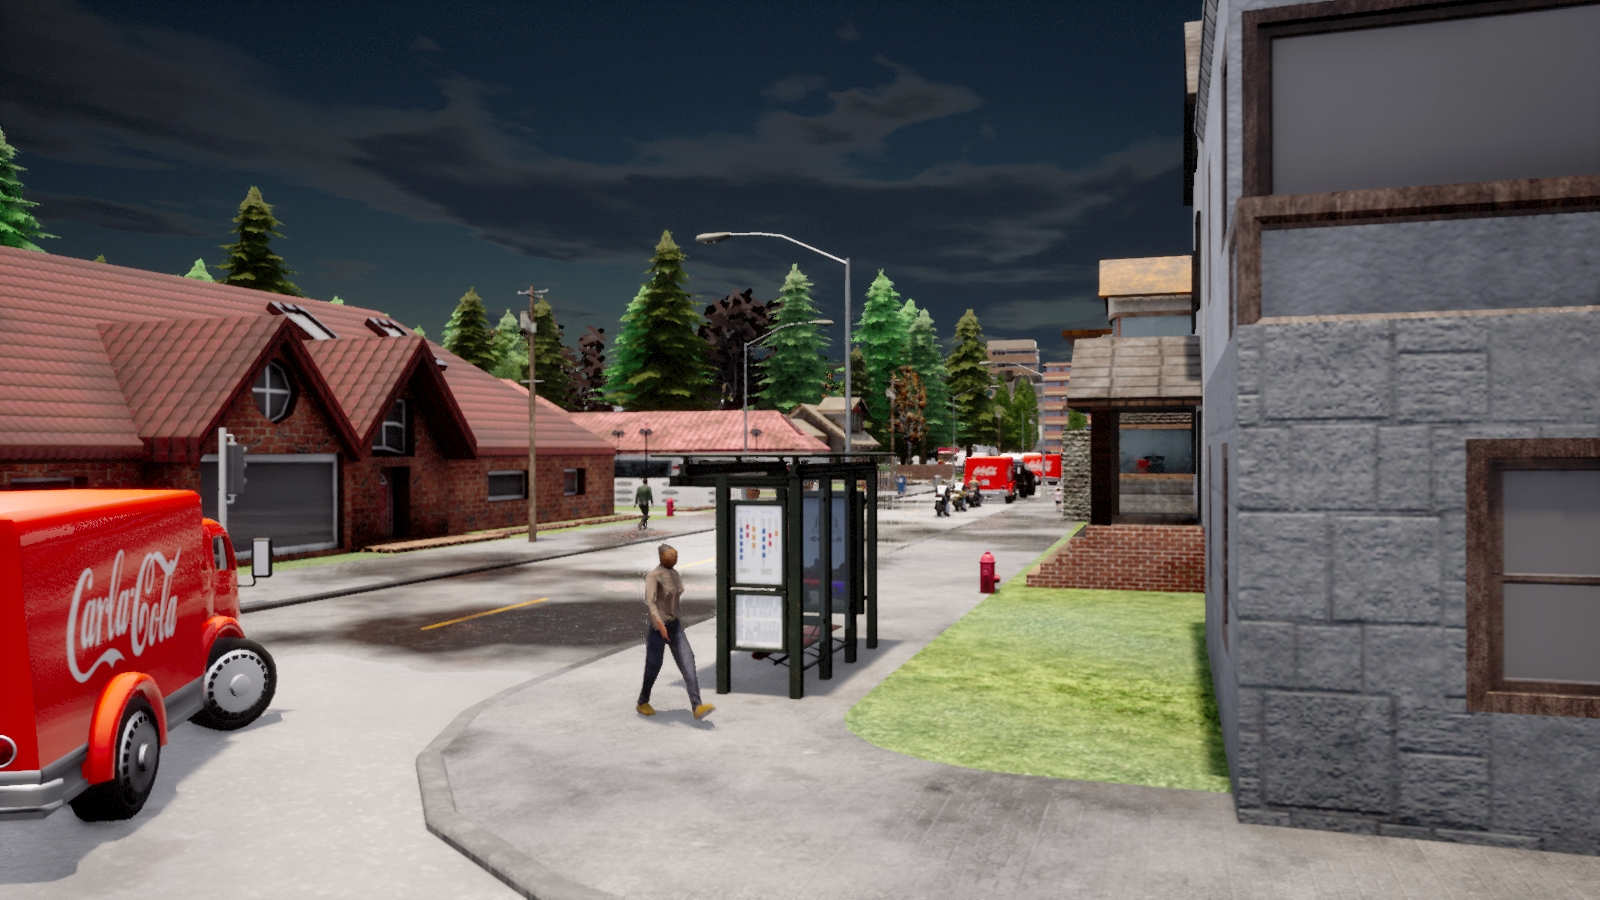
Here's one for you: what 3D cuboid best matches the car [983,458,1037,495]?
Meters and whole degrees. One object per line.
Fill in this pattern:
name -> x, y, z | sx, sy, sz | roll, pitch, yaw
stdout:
car -> 12.803, 1.556, 69.250 | 2.390, 2.098, 6.274 | 0, 0, 18

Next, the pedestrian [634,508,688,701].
pedestrian -> -1.388, 1.529, 11.435 | 0.375, 1.860, 0.375 | 0, 0, 41

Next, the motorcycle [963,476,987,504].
motorcycle -> 8.688, 1.972, 56.639 | 0.764, 1.277, 2.356 | 0, 0, 18

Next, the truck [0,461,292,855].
truck -> -6.485, 1.374, 9.784 | 2.627, 2.467, 5.204 | 0, 0, -9

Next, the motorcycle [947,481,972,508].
motorcycle -> 7.338, 2.016, 52.518 | 0.803, 1.145, 2.033 | 0, 0, 18

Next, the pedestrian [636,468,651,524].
pedestrian -> -5.324, 1.564, 38.950 | 0.375, 1.860, 0.375 | 0, 0, 18

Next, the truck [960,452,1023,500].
truck -> 10.463, 1.371, 62.068 | 2.627, 2.467, 5.204 | 0, 0, 18

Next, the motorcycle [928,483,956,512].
motorcycle -> 6.062, 2.016, 48.605 | 0.803, 1.145, 2.033 | 0, 0, 18

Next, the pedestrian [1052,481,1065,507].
pedestrian -> 11.192, 1.915, 49.461 | 0.500, 1.100, 0.500 | 0, 0, 20
